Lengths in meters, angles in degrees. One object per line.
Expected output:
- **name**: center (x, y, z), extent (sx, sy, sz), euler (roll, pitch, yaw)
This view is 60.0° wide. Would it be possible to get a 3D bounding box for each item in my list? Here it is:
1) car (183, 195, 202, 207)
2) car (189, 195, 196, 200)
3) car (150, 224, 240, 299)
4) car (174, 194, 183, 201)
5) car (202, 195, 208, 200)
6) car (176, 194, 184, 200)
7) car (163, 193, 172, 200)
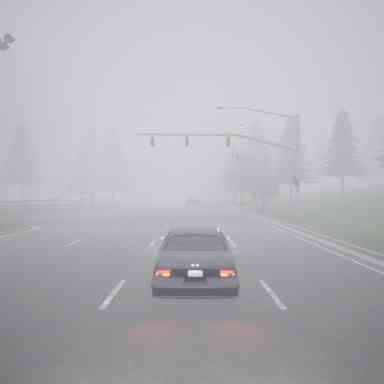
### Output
- **car**: center (0.078, 1.343, 52.672), extent (2.097, 1.767, 4.553), euler (0, 0, 0)
- **car**: center (0.144, 1.524, 94.148), extent (2.033, 1.411, 5.357), euler (0, 0, 0)
- **car**: center (0.079, 1.546, 8.633), extent (2.033, 1.411, 5.357), euler (0, 0, 1)
- **car**: center (-3.372, 1.503, 83.737), extent (1.812, 1.442, 4.674), euler (0, 0, 0)
- **car**: center (3.644, 1.484, 94.143), extent (1.837, 1.490, 4.892), euler (0, 0, 0)
- **car**: center (-3.357, 1.342, 93.740), extent (2.128, 1.511, 4.902), euler (0, 0, 0)
- **car**: center (-6.856, 1.210, 94.189), extent (2.150, 2.045, 5.566), euler (0, 0, 0)
